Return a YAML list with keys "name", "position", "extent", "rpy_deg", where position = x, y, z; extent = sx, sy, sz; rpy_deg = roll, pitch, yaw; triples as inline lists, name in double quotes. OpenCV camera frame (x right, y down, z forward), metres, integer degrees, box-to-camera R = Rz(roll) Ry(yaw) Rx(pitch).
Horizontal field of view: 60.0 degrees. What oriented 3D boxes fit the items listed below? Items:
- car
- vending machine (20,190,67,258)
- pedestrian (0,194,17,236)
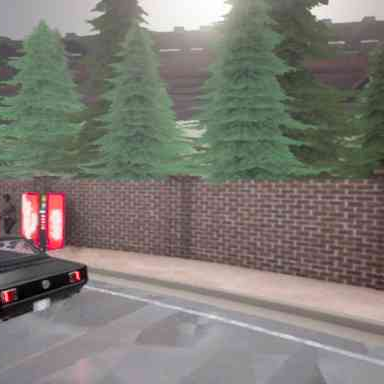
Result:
- name: "car"
  position: [-4.343, 1.473, 6.311]
  extent: [4.718, 1.301, 1.895]
  rpy_deg: [1, 1, 28]
- name: "vending machine"
  position: [-4.927, 1.005, 11.067]
  extent: [0.880, 2.100, 1.100]
  rpy_deg: [1, 1, 23]
- name: "pedestrian"
  position: [-6.003, 0.939, 10.987]
  extent: [0.375, 1.860, 0.375]
  rpy_deg: [1, 1, 22]
